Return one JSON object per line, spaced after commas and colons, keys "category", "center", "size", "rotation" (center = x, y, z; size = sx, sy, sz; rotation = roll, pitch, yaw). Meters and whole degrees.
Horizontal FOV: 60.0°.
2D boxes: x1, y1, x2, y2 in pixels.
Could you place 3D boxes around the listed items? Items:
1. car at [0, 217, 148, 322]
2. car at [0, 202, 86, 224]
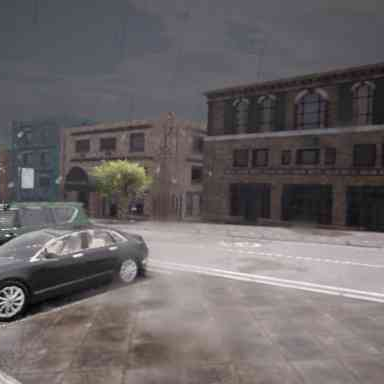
{"category": "car", "center": [-3.102, 1.552, 7.628], "size": [2.231, 1.521, 4.892], "rotation": [-1, 0, 36]}
{"category": "car", "center": [-5.404, 1.335, 9.231], "size": [2.435, 2.045, 5.566], "rotation": [-1, -1, 36]}
